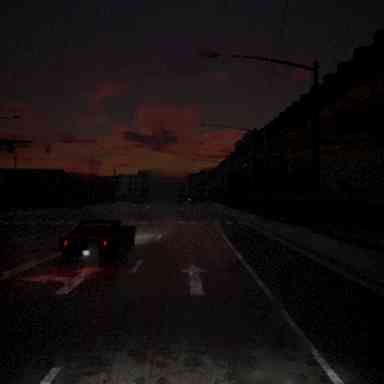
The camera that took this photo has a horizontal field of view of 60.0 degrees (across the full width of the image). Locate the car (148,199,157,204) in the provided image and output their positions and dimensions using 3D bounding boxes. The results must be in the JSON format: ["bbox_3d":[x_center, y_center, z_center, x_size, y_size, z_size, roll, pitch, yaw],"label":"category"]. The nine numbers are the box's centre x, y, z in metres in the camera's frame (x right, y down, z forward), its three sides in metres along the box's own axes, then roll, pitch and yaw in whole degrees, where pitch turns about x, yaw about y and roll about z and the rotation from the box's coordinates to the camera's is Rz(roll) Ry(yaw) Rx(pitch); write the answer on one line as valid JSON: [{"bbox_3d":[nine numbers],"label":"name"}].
[{"bbox_3d":[-10.483,2.479,87.465,1.812,1.442,4.674,0,-1,0],"label":"car"}]

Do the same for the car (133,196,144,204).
[{"bbox_3d":[-13.983,2.178,87.254,2.150,2.045,5.566,0,-1,0],"label":"car"}]

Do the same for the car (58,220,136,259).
[{"bbox_3d":[-3.482,1.747,13.231,1.895,1.301,4.718,0,-1,0],"label":"car"}]
